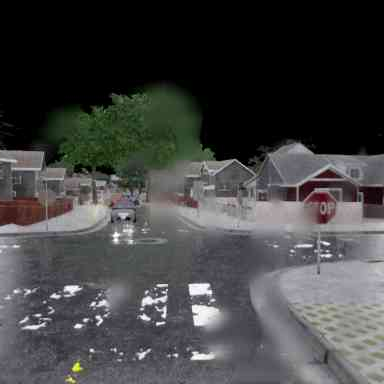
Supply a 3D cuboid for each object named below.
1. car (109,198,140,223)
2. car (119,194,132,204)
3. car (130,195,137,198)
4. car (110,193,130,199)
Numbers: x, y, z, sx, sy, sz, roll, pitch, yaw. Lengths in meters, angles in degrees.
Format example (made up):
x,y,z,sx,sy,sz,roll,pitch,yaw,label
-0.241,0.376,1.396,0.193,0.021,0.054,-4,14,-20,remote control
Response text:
x,y,z,sx,sy,sz,roll,pitch,yaw,label
-5.188,1.501,25.474,2.128,1.511,4.902,0,0,-10,car
-13.129,1.351,65.751,2.097,1.767,4.553,0,0,-16,car
-10.193,1.348,56.225,2.097,1.767,4.553,0,0,-17,car
-11.011,1.226,49.568,2.150,2.045,5.566,0,1,-17,car
